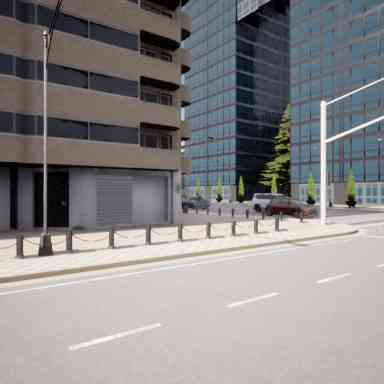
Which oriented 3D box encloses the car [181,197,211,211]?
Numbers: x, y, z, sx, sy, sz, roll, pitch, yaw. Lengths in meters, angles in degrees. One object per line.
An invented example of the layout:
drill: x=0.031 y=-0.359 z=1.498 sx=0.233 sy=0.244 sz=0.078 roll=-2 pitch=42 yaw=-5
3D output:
car: x=0.094 y=1.470 z=40.639 sx=1.812 sy=1.442 sz=4.674 roll=0 pitch=0 yaw=-35

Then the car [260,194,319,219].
car: x=8.557 y=1.297 z=28.718 sx=2.097 sy=1.767 sz=4.553 roll=0 pitch=0 yaw=-35

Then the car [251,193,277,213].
car: x=8.635 y=1.166 z=34.637 sx=2.150 sy=2.045 sz=5.566 roll=0 pitch=0 yaw=-36

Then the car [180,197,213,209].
car: x=0.601 y=1.435 z=46.011 sx=2.128 sy=1.511 sz=4.902 roll=0 pitch=0 yaw=-35
